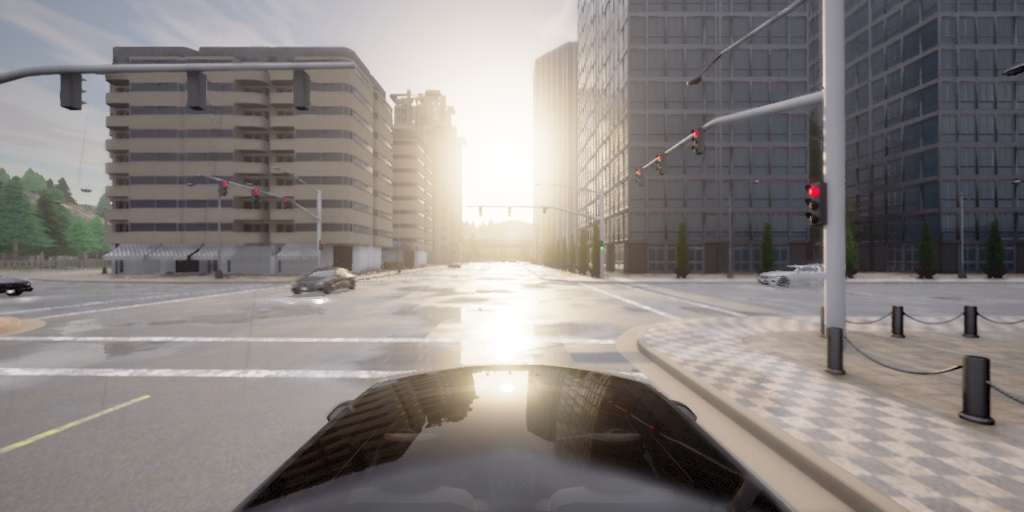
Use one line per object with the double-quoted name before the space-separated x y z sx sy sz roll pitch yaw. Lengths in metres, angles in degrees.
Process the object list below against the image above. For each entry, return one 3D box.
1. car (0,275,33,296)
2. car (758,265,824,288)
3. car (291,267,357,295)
"car" -26.854 1.331 17.428 5.357 1.411 2.033 0 0 2
"car" 19.205 1.346 24.145 4.674 1.442 1.812 0 0 0
"car" -10.490 1.392 20.443 1.812 1.442 4.674 0 0 0
